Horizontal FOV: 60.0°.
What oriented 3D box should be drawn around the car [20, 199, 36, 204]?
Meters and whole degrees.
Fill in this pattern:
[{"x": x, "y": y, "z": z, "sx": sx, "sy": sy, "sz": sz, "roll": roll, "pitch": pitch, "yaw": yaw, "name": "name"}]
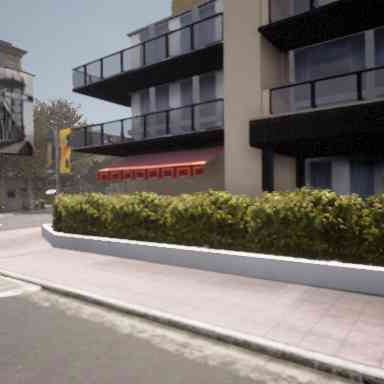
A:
[{"x": -34.287, "y": 2.254, "z": 67.066, "sx": 4.892, "sy": 1.521, "sz": 2.231, "roll": -1, "pitch": 0, "yaw": 36, "name": "car"}]
